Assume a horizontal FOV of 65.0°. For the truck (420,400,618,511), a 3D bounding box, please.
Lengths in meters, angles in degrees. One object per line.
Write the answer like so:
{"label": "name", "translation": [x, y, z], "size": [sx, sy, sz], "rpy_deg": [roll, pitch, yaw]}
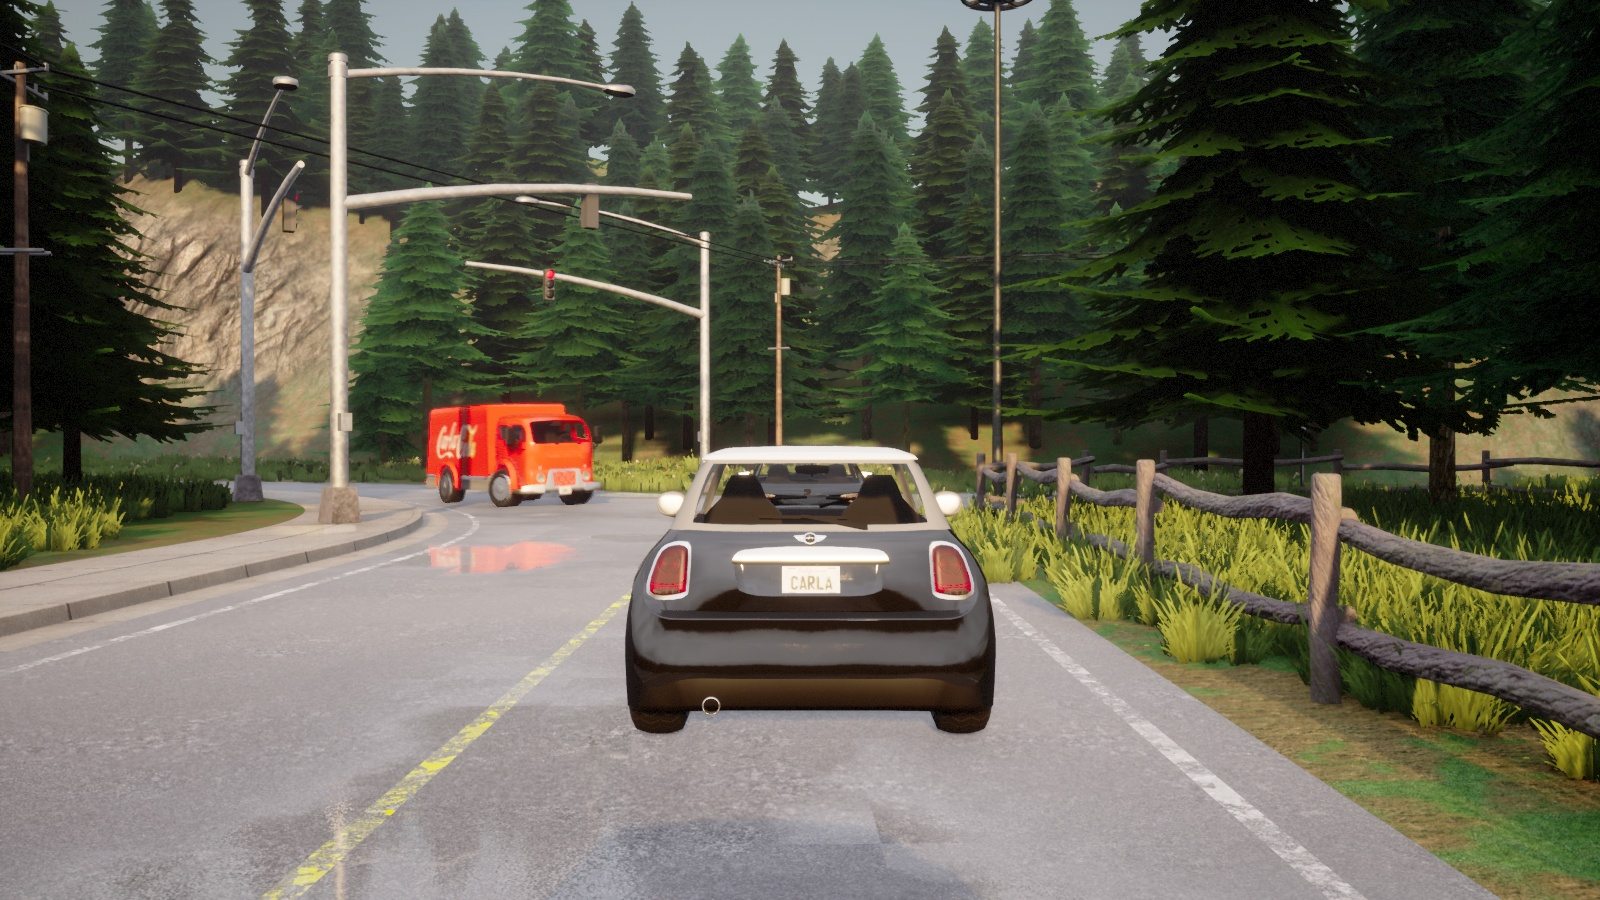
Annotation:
{"label": "truck", "translation": [-6.988, 0.091, 30.814], "size": [2.627, 2.467, 5.204], "rpy_deg": [-2, 1, -39]}

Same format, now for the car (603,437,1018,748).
{"label": "car", "translation": [0.058, 0.668, 7.864], "size": [1.970, 1.475, 3.806], "rpy_deg": [0, 0, 0]}
